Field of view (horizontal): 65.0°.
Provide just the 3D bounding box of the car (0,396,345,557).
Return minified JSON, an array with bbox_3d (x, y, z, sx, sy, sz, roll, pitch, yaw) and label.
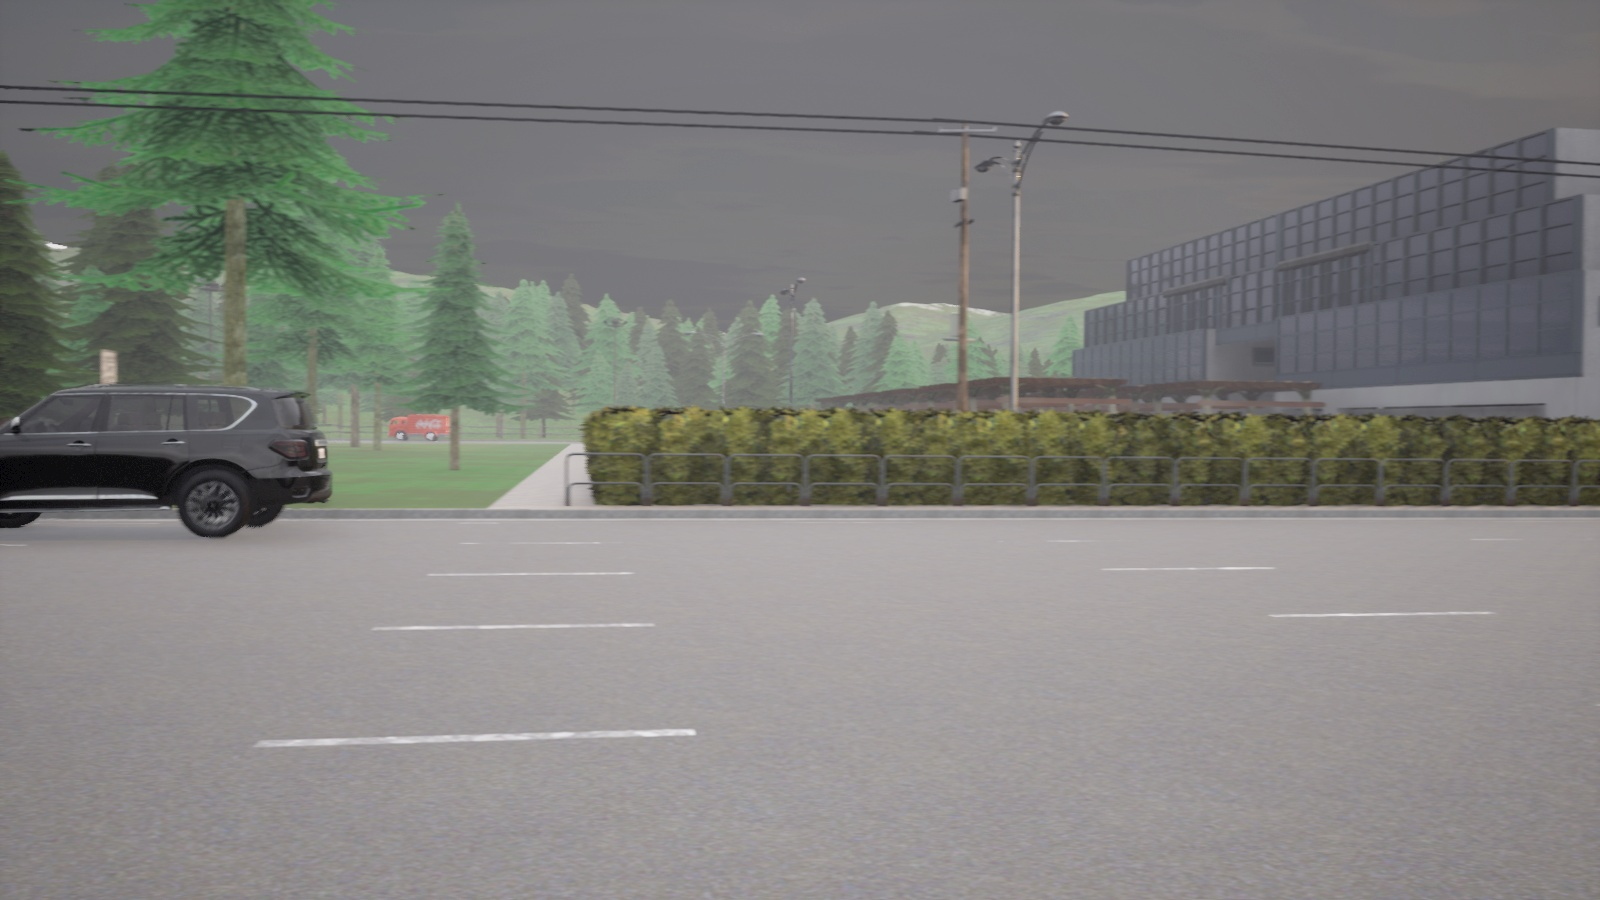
[{"bbox_3d":[-9.424,0.324,17.356,5.566,2.045,2.150,-1,1,-9],"label":"car"}]
